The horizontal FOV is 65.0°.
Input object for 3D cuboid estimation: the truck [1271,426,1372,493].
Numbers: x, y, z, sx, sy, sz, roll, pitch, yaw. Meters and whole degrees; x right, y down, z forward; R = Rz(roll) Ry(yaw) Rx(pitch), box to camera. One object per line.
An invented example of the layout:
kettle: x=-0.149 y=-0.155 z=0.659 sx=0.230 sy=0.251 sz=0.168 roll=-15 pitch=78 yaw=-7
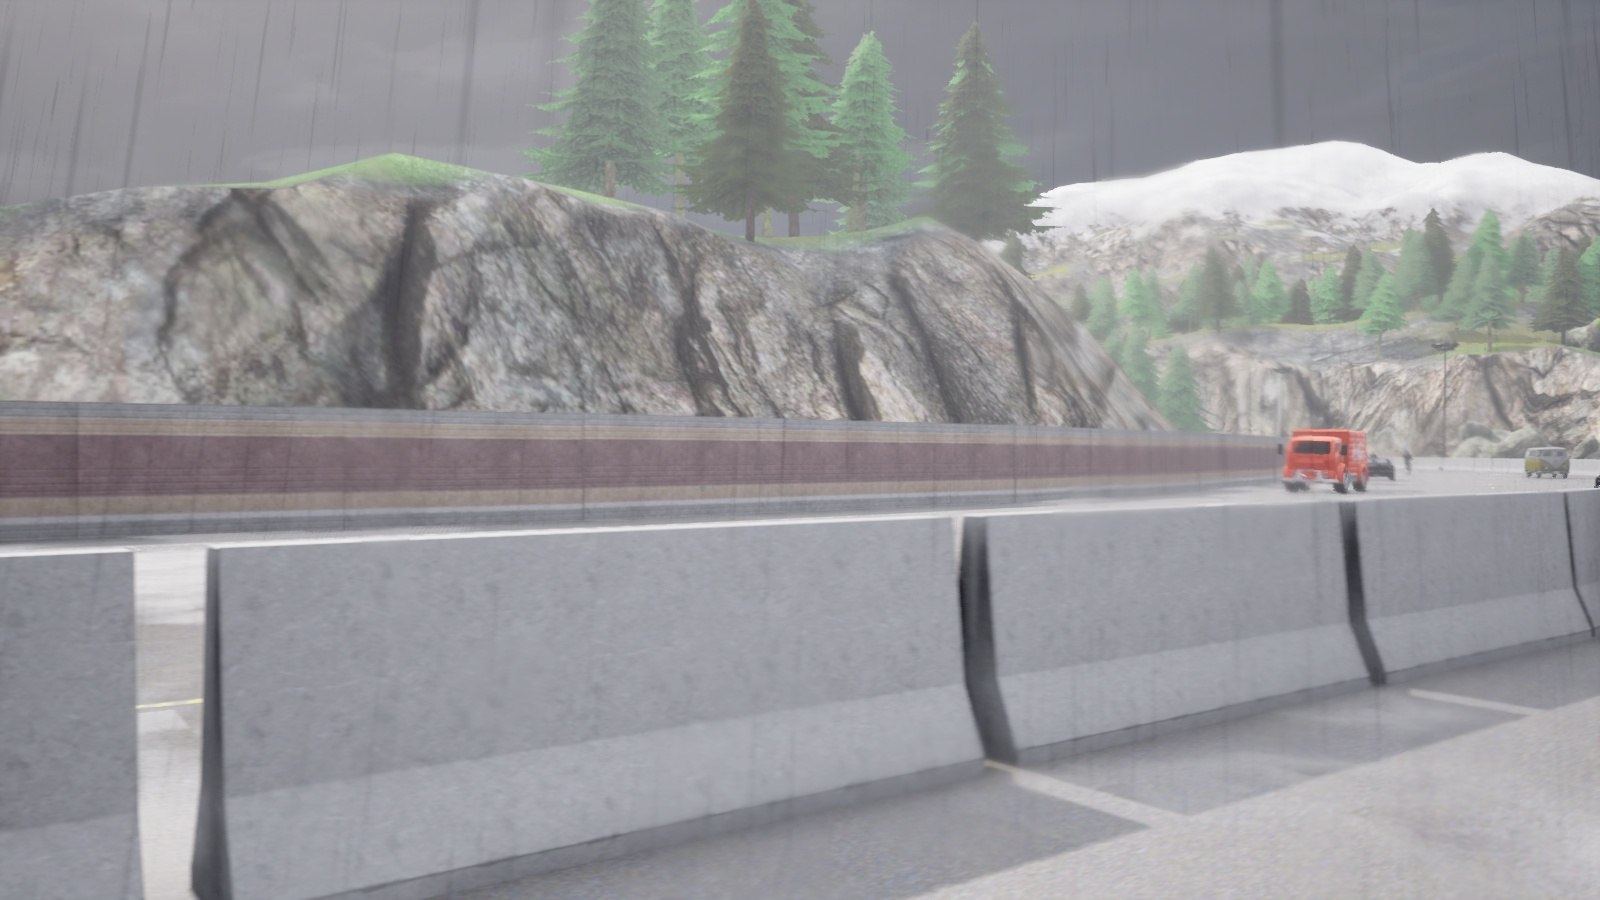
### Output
truck: x=20.629 y=0.346 z=49.525 sx=2.627 sy=2.467 sz=5.204 roll=0 pitch=0 yaw=35

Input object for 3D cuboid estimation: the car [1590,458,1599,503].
car: x=25.402 y=0.891 z=38.196 sx=1.895 sy=1.301 sz=4.718 roll=0 pitch=0 yaw=37

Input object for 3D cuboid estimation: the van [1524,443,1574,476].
van: x=46.817 y=0.604 z=78.571 sx=1.775 sy=1.987 sz=4.442 roll=0 pitch=0 yaw=19

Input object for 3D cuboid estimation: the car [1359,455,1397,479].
car: x=32.640 y=0.963 z=70.983 sx=1.895 sy=1.301 sz=4.718 roll=0 pitch=0 yaw=24
